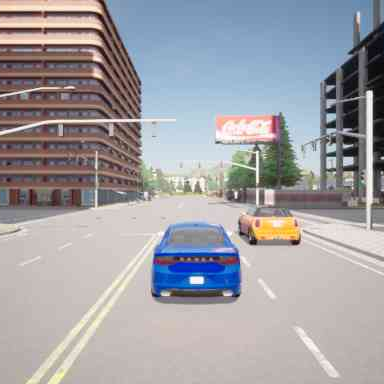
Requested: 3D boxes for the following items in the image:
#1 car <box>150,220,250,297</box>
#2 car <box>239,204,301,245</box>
[{"bbox_3d":[0.084,1.478,8.619,1.882,1.535,5.008,0,0,0],"label":"car"},{"bbox_3d":[3.472,1.352,15.708,2.097,1.767,4.553,0,0,0],"label":"car"}]
